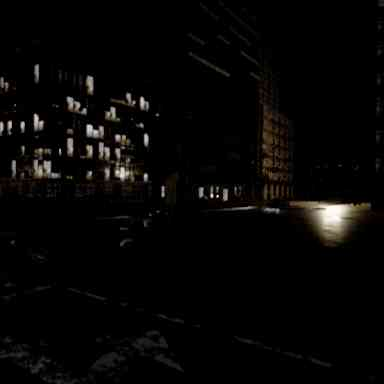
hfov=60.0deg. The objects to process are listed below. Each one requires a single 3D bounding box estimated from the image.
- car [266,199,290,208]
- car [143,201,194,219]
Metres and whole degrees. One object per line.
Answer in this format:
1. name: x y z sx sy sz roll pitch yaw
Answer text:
1. car: 12.668 1.662 48.659 1.895 1.301 4.718 1 0 37
2. car: -1.820 1.494 29.330 2.033 1.411 5.357 1 0 37
